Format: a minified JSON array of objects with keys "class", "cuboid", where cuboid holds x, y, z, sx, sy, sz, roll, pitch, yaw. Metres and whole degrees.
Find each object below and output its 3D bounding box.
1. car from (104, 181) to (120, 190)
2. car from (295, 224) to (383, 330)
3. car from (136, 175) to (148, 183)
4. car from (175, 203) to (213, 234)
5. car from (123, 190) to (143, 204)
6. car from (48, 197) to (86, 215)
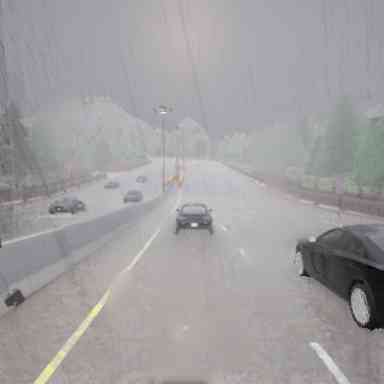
[{"class":"car","cuboid":[-14.007,-1.202,58.324,1.895,1.301,4.718,0,7,1]},{"class":"car","cuboid":[3.603,1.380,6.716,1.882,1.535,5.008,0,1,0]},{"class":"car","cuboid":[-10.432,-2.710,69.240,2.128,1.511,4.902,0,7,0]},{"class":"car","cuboid":[0.105,1.278,17.221,1.812,1.442,4.674,0,1,0]},{"class":"car","cuboid":[-7.064,0.557,40.204,1.837,1.490,4.892,0,4,0]},{"class":"car","cuboid":[-10.577,1.147,28.431,1.994,1.385,4.181,0,1,0]}]
